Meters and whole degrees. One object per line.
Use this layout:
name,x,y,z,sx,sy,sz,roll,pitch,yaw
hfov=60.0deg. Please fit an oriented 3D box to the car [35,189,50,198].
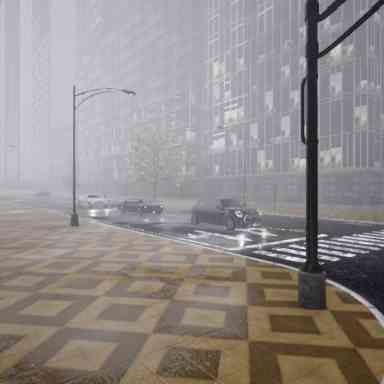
car,-28.602,0.236,63.592,1.882,1.535,5.008,0,1,-38

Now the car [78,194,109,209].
car,-10.501,0.910,34.966,1.812,1.442,4.674,0,1,-38

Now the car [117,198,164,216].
car,-4.254,1.171,27.019,1.895,1.301,4.718,0,1,-38

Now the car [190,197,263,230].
car,1.906,1.104,19.216,2.097,1.767,4.553,0,1,-38
